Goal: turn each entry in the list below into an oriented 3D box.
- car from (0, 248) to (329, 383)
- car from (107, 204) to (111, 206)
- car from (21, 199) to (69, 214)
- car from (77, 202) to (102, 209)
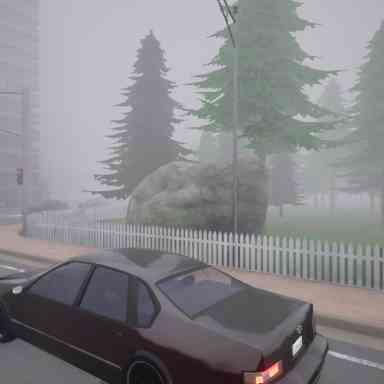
[{"bbox_3d":[-1.015,1.547,4.712,5.357,1.411,2.033,0,0,35],"label":"car"},{"bbox_3d":[-14.325,1.297,54.186,2.097,1.767,4.553,0,0,-12],"label":"car"},{"bbox_3d":[-15.235,1.492,34.907,2.033,1.411,5.357,0,0,17],"label":"car"},{"bbox_3d":[-13.573,1.545,44.400,1.895,1.301,4.718,0,0,3],"label":"car"}]
